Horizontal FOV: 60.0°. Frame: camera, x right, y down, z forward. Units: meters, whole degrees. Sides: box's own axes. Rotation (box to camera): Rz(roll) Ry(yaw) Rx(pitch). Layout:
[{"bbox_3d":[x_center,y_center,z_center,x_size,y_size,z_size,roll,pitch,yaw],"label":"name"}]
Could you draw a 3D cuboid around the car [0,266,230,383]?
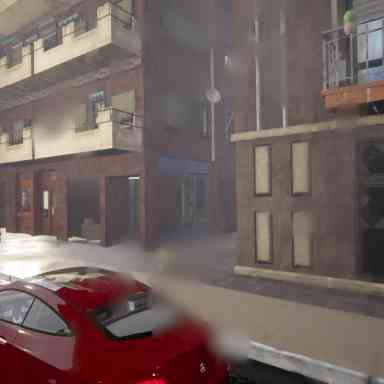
[{"bbox_3d":[-1.566,1.583,3.970,4.206,1.307,1.802,0,-1,36],"label":"car"}]
